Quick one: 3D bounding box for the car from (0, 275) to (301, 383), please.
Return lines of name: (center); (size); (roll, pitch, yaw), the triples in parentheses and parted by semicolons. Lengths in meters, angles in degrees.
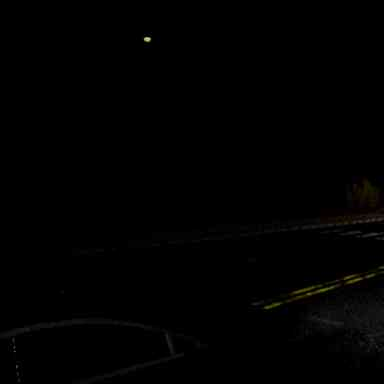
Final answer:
car: (-1.139, 1.492, 2.667); (4.902, 1.511, 2.128); (0, 0, -35)
